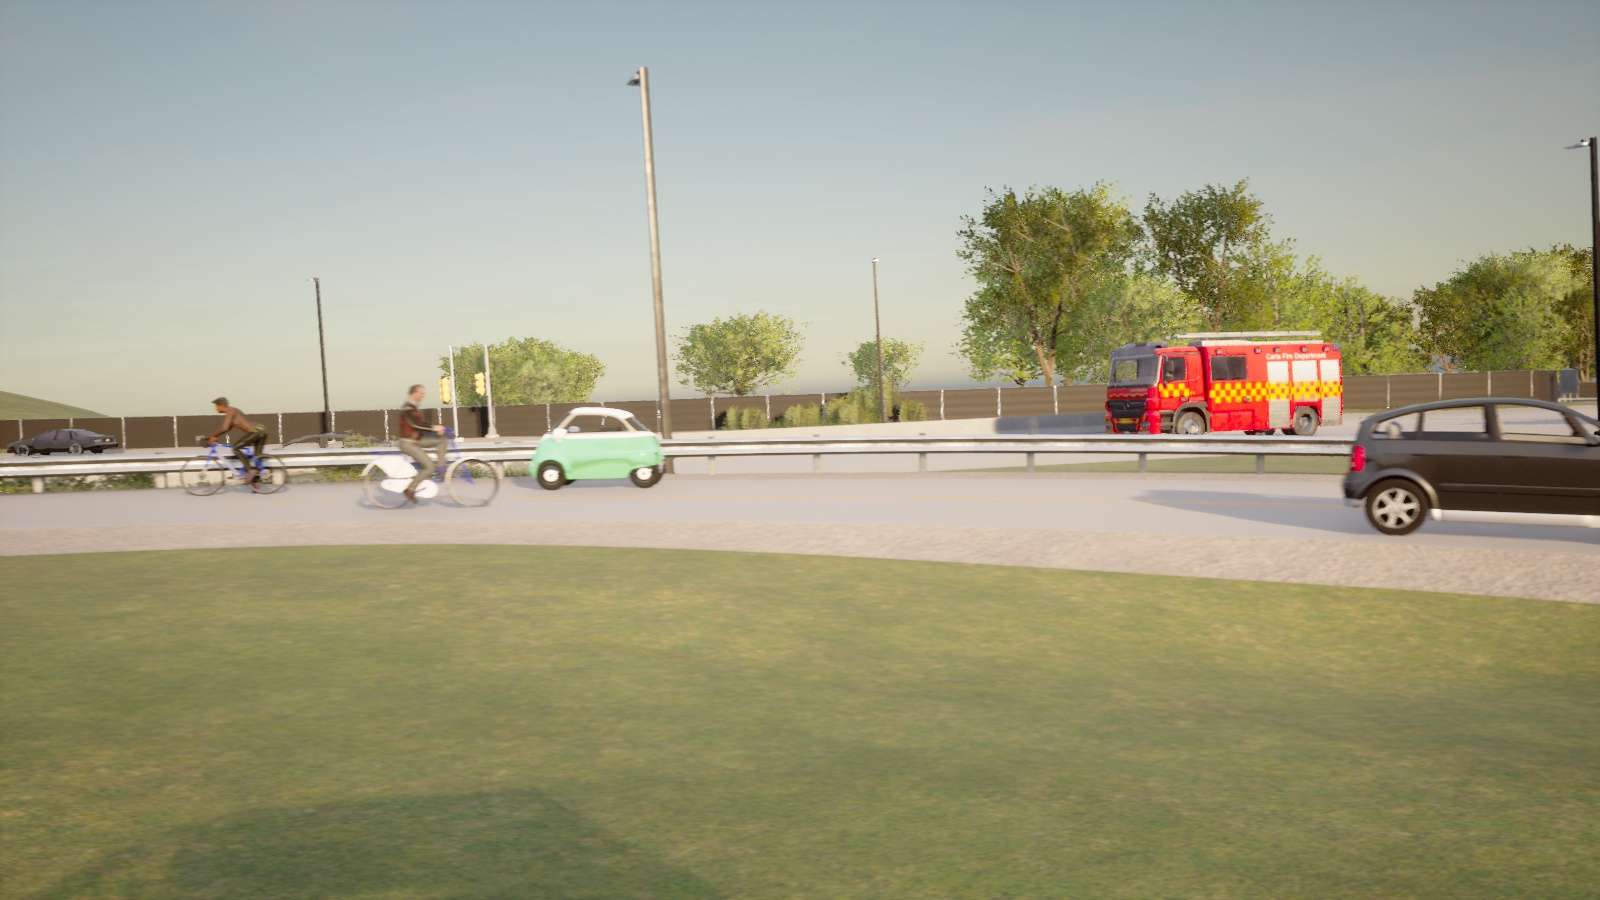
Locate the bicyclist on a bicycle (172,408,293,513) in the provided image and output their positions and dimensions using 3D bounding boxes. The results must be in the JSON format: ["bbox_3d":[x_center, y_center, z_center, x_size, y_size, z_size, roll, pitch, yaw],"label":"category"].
[{"bbox_3d":[-9.332,0.156,20.689,1.656,1.620,0.582,-3,2,-14],"label":"bicyclist on a bicycle"}]

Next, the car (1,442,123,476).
[{"bbox_3d":[-39.387,0.458,67.122,5.357,1.411,2.033,-3,3,5],"label":"car"}]

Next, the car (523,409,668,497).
[{"bbox_3d":[-3.470,0.023,21.566,2.207,1.376,1.481,-2,3,0],"label":"car"}]

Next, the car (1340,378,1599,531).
[{"bbox_3d":[8.186,0.006,14.199,3.705,1.549,1.789,0,5,27],"label":"car"}]

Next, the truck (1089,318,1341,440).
[{"bbox_3d":[14.825,-2.540,44.772,8.468,3.827,2.891,-4,2,-21],"label":"truck"}]

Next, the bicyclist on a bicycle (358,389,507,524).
[{"bbox_3d":[-5.111,0.069,17.569,1.843,1.776,0.659,-2,3,-8],"label":"bicyclist on a bicycle"}]

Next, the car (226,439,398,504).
[{"bbox_3d":[-14.343,0.583,37.039,4.514,1.525,2.007,-4,2,-21],"label":"car"}]
